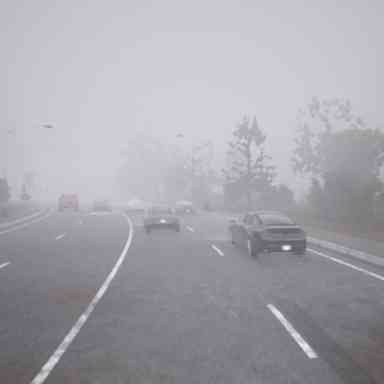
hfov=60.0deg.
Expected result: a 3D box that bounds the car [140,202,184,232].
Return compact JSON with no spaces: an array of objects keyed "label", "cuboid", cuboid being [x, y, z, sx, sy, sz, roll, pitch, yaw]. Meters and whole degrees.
[{"label":"car","cuboid":[-1.931,1.546,20.099,1.994,1.385,4.181,0,0,-10]}]

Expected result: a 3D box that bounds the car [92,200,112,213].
[{"label":"car","cuboid":[-10.088,1.544,37.037,1.994,1.385,4.181,0,0,-18]}]

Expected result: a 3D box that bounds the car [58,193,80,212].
[{"label":"car","cuboid":[-14.560,1.188,39.380,2.150,2.045,5.566,0,0,-21]}]

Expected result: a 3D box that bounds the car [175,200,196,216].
[{"label":"car","cuboid":[-0.939,1.496,31.489,1.812,1.442,4.674,0,0,-15]}]

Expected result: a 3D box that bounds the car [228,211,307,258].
[{"label":"car","cuboid":[2.690,1.483,12.758,1.837,1.490,4.892,0,0,-6]}]

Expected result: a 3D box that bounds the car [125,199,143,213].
[{"label":"car","cuboid":[-6.322,1.500,37.153,1.812,1.442,4.674,0,0,-18]}]
